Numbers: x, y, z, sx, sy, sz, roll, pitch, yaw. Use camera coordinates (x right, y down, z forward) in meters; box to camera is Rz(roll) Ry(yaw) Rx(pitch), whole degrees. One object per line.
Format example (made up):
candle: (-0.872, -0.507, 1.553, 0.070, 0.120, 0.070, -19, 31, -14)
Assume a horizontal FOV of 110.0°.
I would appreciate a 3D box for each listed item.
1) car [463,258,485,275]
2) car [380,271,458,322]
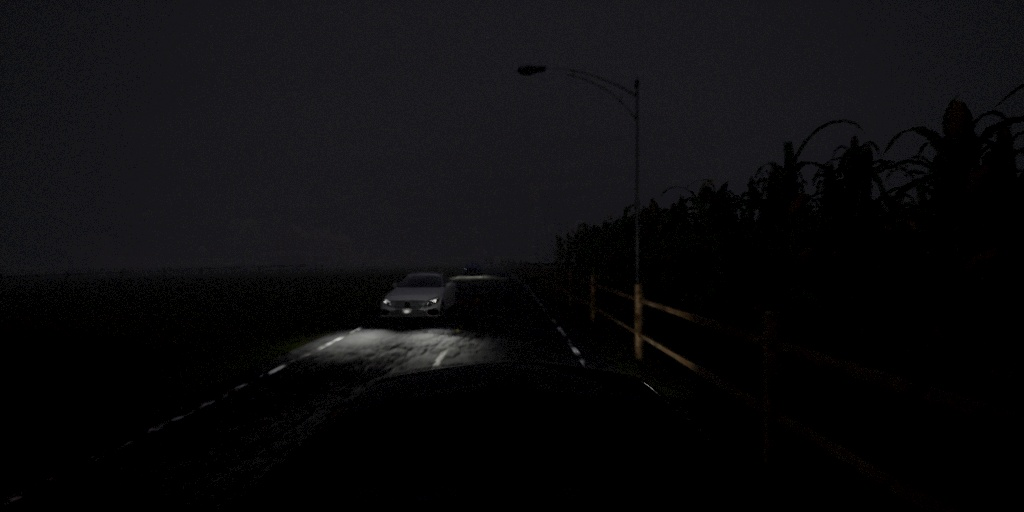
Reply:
car: (-4.207, 1.254, 39.063, 1.882, 1.535, 5.008, 0, 0, -4)
car: (-3.000, 1.283, 12.438, 1.812, 1.442, 4.674, 0, 0, -1)
